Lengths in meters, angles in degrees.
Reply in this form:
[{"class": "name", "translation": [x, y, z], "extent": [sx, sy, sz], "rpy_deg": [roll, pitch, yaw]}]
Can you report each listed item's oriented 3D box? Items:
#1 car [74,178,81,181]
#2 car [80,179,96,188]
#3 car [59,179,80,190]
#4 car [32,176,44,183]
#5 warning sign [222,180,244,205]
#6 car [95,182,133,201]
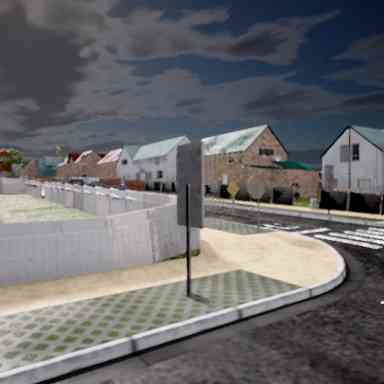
[{"class": "car", "translation": [-18.524, -1.368, 52.834], "extent": [2.097, 1.767, 4.553], "rpy_deg": [0, 3, -35]}, {"class": "car", "translation": [-12.973, -0.717, 45.015], "extent": [2.033, 1.411, 5.357], "rpy_deg": [0, 3, -35]}, {"class": "car", "translation": [-17.908, -0.842, 47.173], "extent": [1.895, 1.301, 4.718], "rpy_deg": [0, 3, -35]}, {"class": "car", "translation": [-38.210, -3.116, 82.494], "extent": [2.097, 1.767, 4.553], "rpy_deg": [-4, 4, -35]}, {"class": "warning sign", "translation": [3.232, 0.017, 26.132], "extent": [1.300, 1.860, 1.060], "rpy_deg": [-4, 2, -35]}, {"class": "car", "translation": [-7.001, -0.004, 31.455], "extent": [2.033, 1.411, 5.357], "rpy_deg": [0, 3, -35]}]
